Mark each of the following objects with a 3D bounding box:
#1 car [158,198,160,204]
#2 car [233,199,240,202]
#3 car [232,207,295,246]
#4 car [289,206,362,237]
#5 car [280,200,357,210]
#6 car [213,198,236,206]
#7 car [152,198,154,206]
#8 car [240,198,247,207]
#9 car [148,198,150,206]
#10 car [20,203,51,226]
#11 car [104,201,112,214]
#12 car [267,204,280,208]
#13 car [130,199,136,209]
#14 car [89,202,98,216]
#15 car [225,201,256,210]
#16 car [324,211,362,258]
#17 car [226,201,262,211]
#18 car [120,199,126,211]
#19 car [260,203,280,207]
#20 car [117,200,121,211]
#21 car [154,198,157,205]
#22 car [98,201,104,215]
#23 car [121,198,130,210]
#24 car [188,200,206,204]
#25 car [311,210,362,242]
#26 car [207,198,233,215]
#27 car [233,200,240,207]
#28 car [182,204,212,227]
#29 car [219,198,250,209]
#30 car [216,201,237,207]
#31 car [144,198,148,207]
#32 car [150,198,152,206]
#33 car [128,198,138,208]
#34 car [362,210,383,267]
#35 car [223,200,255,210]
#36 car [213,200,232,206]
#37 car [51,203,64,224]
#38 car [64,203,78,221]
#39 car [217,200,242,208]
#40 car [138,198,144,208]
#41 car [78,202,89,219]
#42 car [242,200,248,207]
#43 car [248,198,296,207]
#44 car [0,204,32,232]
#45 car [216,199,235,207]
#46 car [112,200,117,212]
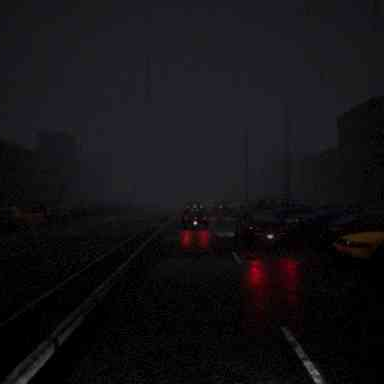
[{"bbox_3d":[-12.125,2.643,89.290,5.566,2.045,2.435,0,-1,0],"label":"car"},{"bbox_3d":[7.882,2.092,46.776,4.792,1.488,2.163,0,-1,0],"label":"car"},{"bbox_3d":[3.191,1.638,15.800,1.812,1.442,4.674,0,-1,0],"label":"car"},{"bbox_3d":[7.728,1.600,16.452,5.008,1.535,2.097,0,-1,0],"label":"car"},{"bbox_3d":[7.781,1.513,19.211,4.553,1.767,2.185,0,-1,0],"label":"car"},{"bbox_3d":[8.034,2.536,82.624,5.566,2.045,2.435,0,-1,0],"label":"car"},{"bbox_3d":[-12.219,2.667,78.053,5.008,1.535,2.097,0,-1,0],"label":"car"},{"bbox_3d":[7.816,1.754,35.753,4.553,1.767,2.185,0,-1,0],"label":"car"},{"bbox_3d":[-12.441,2.553,72.622,5.366,1.575,1.946,0,-1,0],"label":"car"},{"bbox_3d":[-12.830,1.680,22.609,5.366,1.575,1.946,0,-1,0],"label":"car"},{"bbox_3d":[-12.510,1.941,39.279,5.008,1.535,2.097,0,-1,0],"label":"car"},{"bbox_3d":[7.795,1.707,21.966,4.792,1.488,2.163,0,-1,0],"label":"car"},{"bbox_3d":[-12.384,2.270,55.823,4.674,1.452,2.002,0,-1,0],"label":"car"},{"bbox_3d":[-12.553,1.851,33.597,4.892,1.521,2.231,0,-1,0],"label":"car"},{"bbox_3d":[7.983,2.243,55.051,4.792,1.488,2.163,0,-1,0],"label":"car"},{"bbox_3d":[7.516,1.532,10.941,5.366,1.575,1.946,0,-1,0],"label":"car"},{"bbox_3d":[8.129,2.158,52.295,5.366,1.575,1.946,0,-1,0],"label":"car"},{"bbox_3d":[-12.480,2.110,47.489,4.792,1.488,2.163,0,-1,0],"label":"car"},{"bbox_3d":[7.780,1.756,24.723,4.674,1.452,2.002,0,-1,0],"label":"car"},{"bbox_3d":[-12.470,2.072,44.710,4.674,1.452,2.002,0,-1,0],"label":"car"},{"bbox_3d":[-12.185,2.782,83.727,5.008,1.535,2.097,0,-1,0],"label":"car"},{"bbox_3d":[-12.567,1.923,36.374,4.792,1.488,2.163,0,-1,0],"label":"car"},{"bbox_3d":[-12.436,2.130,50.269,4.892,1.521,2.231,0,-1,0],"label":"car"},{"bbox_3d":[0.341,1.852,42.005,2.097,1.767,4.553,0,-1,0],"label":"car"},{"bbox_3d":[7.715,1.607,13.697,4.674,1.452,2.002,0,-1,0],"label":"car"},{"bbox_3d":[3.335,1.827,40.487,2.097,1.767,4.553,0,-1,0],"label":"car"},{"bbox_3d":[7.877,2.010,41.300,4.674,1.452,2.002,0,-1,0],"label":"car"},{"bbox_3d":[0.243,1.836,24.714,1.895,1.301,4.718,0,-1,0],"label":"car"},{"bbox_3d":[7.958,2.123,63.326,5.566,2.045,2.435,0,-1,0],"label":"car"},{"bbox_3d":[8.038,2.710,77.234,4.674,1.452,2.002,0,-1,0],"label":"car"},{"bbox_3d":[-12.248,2.530,69.841,4.792,1.488,2.163,0,-1,0],"label":"car"},{"bbox_3d":[-12.263,2.643,75.398,4.792,1.488,2.163,0,-1,0],"label":"car"},{"bbox_3d":[-12.396,2.158,58.696,4.553,1.767,2.185,0,-1,0],"label":"car"},{"bbox_3d":[7.657,1.261,8.190,5.566,2.045,2.435,0,0,0],"label":"car"},{"bbox_3d":[8.150,2.262,57.809,5.366,1.575,1.946,0,-1,0],"label":"car"},{"bbox_3d":[8.054,2.934,88.133,4.792,1.488,2.163,0,-1,0],"label":"car"},{"bbox_3d":[-12.596,1.597,25.270,4.553,1.767,2.185,0,-1,0],"label":"car"},{"bbox_3d":[-12.573,1.793,28.039,4.792,1.488,2.163,0,-1,0],"label":"car"},{"bbox_3d":[8.013,2.547,71.591,5.008,1.535,2.097,0,-1,0],"label":"car"},{"bbox_3d":[-12.370,2.085,61.511,5.566,2.045,2.435,0,-1,0],"label":"car"},{"bbox_3d":[-12.586,1.806,30.817,5.008,1.535,2.097,0,-1,0],"label":"car"},{"bbox_3d":[7.825,1.837,32.994,5.008,1.535,2.097,0,-1,0],"label":"car"},{"bbox_3d":[7.827,1.504,27.484,5.566,2.045,2.435,0,-1,0],"label":"car"},{"bbox_3d":[-12.672,1.643,19.828,4.892,1.521,2.231,0,-1,0],"label":"car"},{"bbox_3d":[8.020,2.602,79.865,4.553,1.767,2.185,0,-1,0],"label":"car"},{"bbox_3d":[-12.500,1.988,42.058,4.892,1.521,2.231,0,-1,0],"label":"car"}]
